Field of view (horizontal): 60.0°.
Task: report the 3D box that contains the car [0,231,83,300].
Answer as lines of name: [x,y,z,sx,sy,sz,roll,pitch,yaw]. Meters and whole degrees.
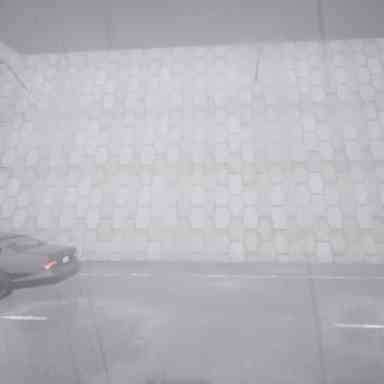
car: [-5.565,1.704,8.295,5.357,1.411,2.033,0,-1,5]
